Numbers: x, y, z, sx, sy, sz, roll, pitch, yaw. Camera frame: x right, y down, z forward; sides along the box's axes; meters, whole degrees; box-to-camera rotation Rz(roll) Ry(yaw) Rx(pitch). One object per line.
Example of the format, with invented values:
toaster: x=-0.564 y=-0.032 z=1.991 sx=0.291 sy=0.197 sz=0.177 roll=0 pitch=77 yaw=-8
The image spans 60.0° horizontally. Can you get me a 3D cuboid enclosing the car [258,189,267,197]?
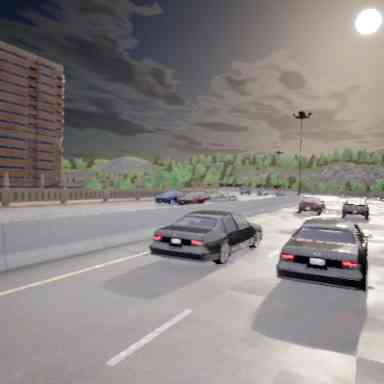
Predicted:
car: x=15.131 y=0.217 z=71.314 sx=2.128 sy=1.511 sz=4.902 roll=2 pitch=1 yaw=9

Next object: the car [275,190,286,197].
car: x=18.005 y=0.407 z=67.433 sx=1.837 sy=1.490 sz=4.892 roll=2 pitch=1 yaw=12

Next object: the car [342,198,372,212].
car: x=13.044 y=1.238 z=26.388 sx=2.128 sy=1.511 sz=4.902 roll=2 pitch=2 yaw=28

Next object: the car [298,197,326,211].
car: x=10.585 y=1.136 z=29.211 sx=1.812 sy=1.442 sz=4.674 roll=2 pitch=2 yaw=28

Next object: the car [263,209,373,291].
car: x=3.713 y=1.436 z=8.934 sx=2.033 sy=1.411 sz=5.357 roll=2 pitch=2 yaw=28

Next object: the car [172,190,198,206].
car: x=0.366 y=0.714 z=32.778 sx=1.882 sy=1.535 sz=5.008 roll=2 pitch=2 yaw=28

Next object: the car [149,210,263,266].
car: x=0.781 y=1.307 z=10.857 sx=2.033 sy=1.411 sz=5.357 roll=2 pitch=2 yaw=28

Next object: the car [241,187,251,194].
car: x=12.113 y=-0.211 z=75.056 sx=2.150 sy=2.045 sz=5.566 roll=2 pitch=1 yaw=6

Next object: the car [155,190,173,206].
car: x=-2.023 y=0.577 z=35.735 sx=1.882 sy=1.535 sz=5.008 roll=2 pitch=1 yaw=28

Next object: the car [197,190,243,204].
car: x=2.786 y=0.864 z=29.884 sx=2.128 sy=1.511 sz=4.902 roll=2 pitch=2 yaw=28
